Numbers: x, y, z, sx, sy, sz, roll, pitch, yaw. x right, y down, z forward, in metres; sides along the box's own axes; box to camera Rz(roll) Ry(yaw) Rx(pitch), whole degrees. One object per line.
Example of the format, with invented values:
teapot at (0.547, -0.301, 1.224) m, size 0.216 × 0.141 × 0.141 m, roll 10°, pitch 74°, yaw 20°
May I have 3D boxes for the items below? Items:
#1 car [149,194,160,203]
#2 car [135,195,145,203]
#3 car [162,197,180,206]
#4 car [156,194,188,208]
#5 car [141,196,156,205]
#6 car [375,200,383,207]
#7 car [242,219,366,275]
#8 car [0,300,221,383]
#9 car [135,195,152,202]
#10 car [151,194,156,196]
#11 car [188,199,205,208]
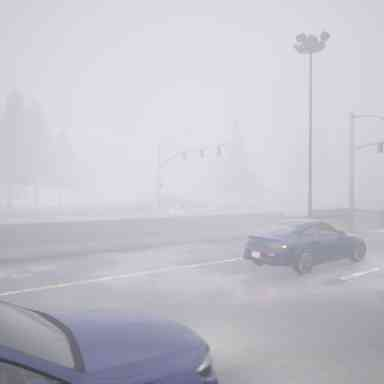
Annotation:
car at (-9.255, 1.516, 81.672) m, size 2.150 × 2.045 × 5.566 m, roll 0°, pitch 0°, yaw -10°
car at (-12.559, 1.619, 80.141) m, size 2.097 × 1.767 × 4.553 m, roll 0°, pitch 0°, yaw -10°
car at (-4.037, 1.718, 62.471) m, size 1.882 × 1.535 × 5.008 m, roll 0°, pitch 0°, yaw -22°
car at (-3.261, 1.424, 52.515) m, size 2.150 × 2.045 × 5.566 m, roll 0°, pitch 0°, yaw -28°
car at (-7.416, 1.816, 61.339) m, size 1.895 × 1.301 × 4.718 m, roll 0°, pitch 0°, yaw -22°
car at (33.974, 2.011, 58.167) m, size 4.718 × 1.301 × 1.895 m, roll 0°, pitch 0°, yaw -35°
car at (3.662, 1.592, 10.653) m, size 4.674 × 1.442 × 1.812 m, roll 0°, pitch 0°, yaw -35°
car at (-1.902, 1.524, 2.369) m, size 4.674 × 1.442 × 1.812 m, roll 1°, pitch 0°, yaw -36°
car at (-10.491, 1.775, 70.449) m, size 2.033 × 1.411 × 5.357 m, roll 0°, pitch 0°, yaw -18°
car at (-7.142, 1.485, 71.481) m, size 2.150 × 2.045 × 5.566 m, roll 0°, pitch 0°, yaw -18°
car at (0.095, 1.775, 53.568) m, size 2.033 × 1.411 × 5.357 m, roll 0°, pitch 0°, yaw -29°
